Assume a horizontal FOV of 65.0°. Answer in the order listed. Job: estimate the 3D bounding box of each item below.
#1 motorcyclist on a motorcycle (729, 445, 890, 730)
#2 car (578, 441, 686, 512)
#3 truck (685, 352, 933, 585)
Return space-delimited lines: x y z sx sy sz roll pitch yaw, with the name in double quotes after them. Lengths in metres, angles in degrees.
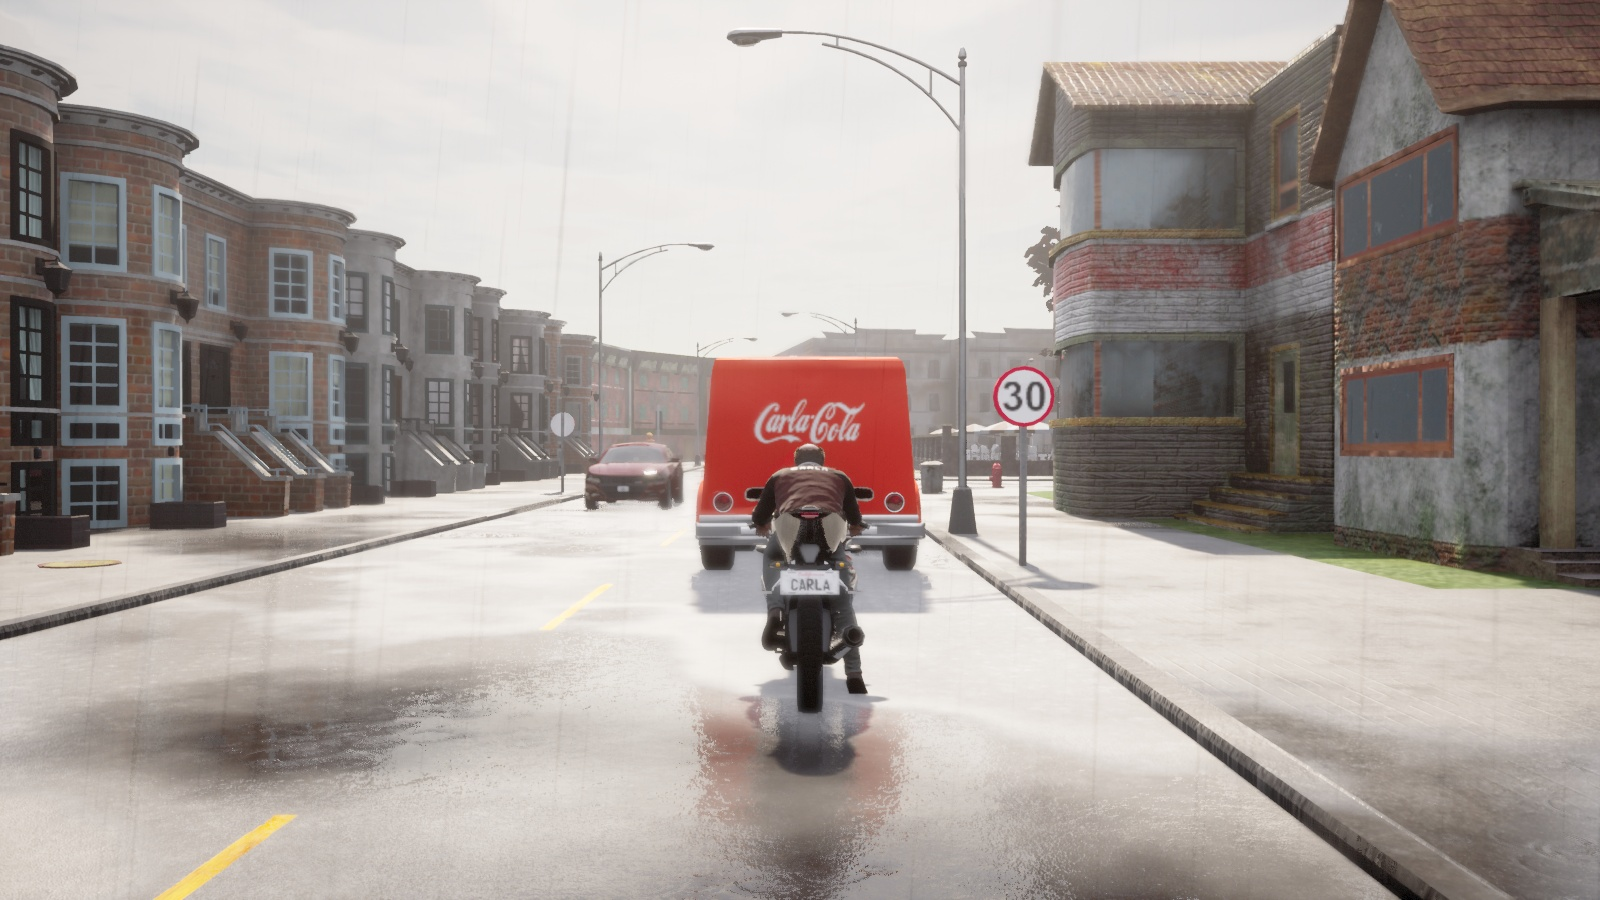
0.059 0.737 7.850 0.866 1.530 2.191 0 0 0 "motorcyclist on a motorcycle"
-3.833 0.554 29.493 1.882 1.535 5.008 0 0 0 "car"
0.105 0.174 15.912 2.627 2.467 5.204 0 1 0 "truck"
